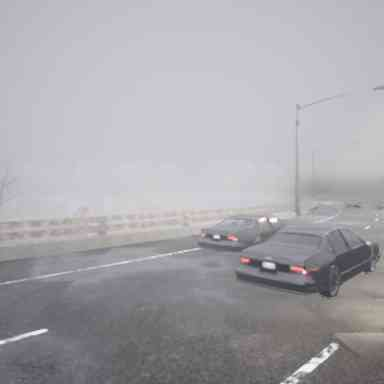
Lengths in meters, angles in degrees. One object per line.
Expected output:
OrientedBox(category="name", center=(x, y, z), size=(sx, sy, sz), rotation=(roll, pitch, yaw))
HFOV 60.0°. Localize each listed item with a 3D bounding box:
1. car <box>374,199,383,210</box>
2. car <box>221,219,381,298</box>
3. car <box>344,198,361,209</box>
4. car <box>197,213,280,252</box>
OrientedBox(category="car", center=(24.749, 1.619, 42.757), size=(1.994, 1.385, 4.181), rotation=(0, 0, 22))
OrientedBox(category="car", center=(3.268, 1.552, 8.639), size=(2.033, 1.411, 5.357), rotation=(0, 0, 43))
OrientedBox(category="car", center=(22.661, 1.537, 47.017), size=(2.128, 1.511, 4.902), rotation=(0, 0, 21))
OrientedBox(category="car", center=(2.490, 1.547, 12.974), size=(2.033, 1.411, 5.357), rotation=(0, 0, 42))
